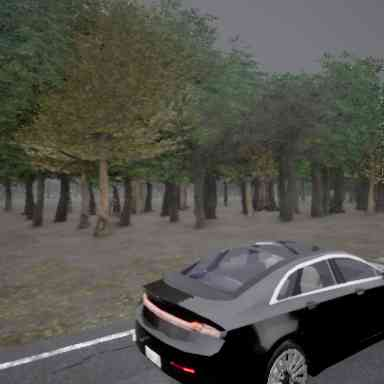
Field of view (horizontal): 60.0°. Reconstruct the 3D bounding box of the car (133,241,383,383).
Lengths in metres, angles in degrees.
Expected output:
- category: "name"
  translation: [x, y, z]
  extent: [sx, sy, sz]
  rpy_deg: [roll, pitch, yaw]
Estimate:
- category: "car"
  translation: [1.568, 1.482, 4.865]
  extent: [4.902, 1.511, 2.128]
  rpy_deg: [0, 0, -36]
